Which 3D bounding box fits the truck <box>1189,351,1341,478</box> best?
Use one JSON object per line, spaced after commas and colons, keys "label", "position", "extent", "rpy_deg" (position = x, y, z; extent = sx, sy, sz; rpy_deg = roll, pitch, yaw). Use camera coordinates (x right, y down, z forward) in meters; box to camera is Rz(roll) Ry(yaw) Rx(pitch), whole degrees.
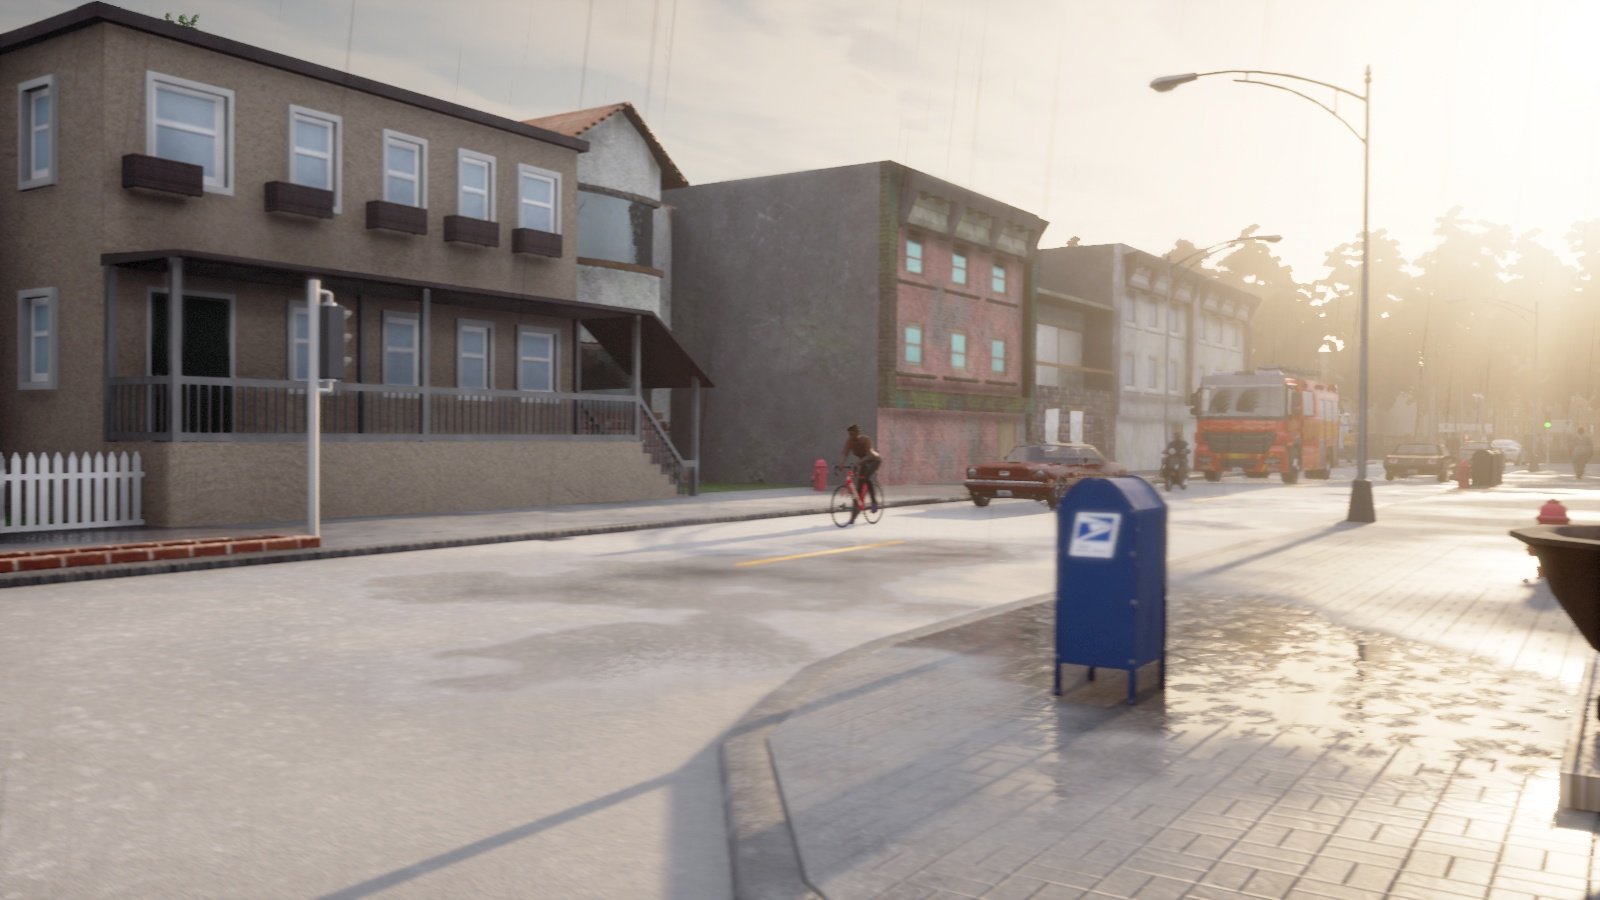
{"label": "truck", "position": [15.808, -1.161, 42.209], "extent": [2.891, 3.827, 8.468], "rpy_deg": [0, 1, 34]}

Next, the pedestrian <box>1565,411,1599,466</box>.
{"label": "pedestrian", "position": [26.528, -0.388, 42.609], "extent": [0.874, 1.855, 0.900], "rpy_deg": [0, 1, 23]}

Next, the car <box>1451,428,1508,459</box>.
{"label": "car", "position": [32.643, -0.333, 60.279], "extent": [1.994, 1.385, 4.181], "rpy_deg": [0, 1, 34]}

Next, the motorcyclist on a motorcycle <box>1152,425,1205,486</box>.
{"label": "motorcyclist on a motorcycle", "position": [10.175, 0.127, 33.748], "extent": [0.866, 1.590, 1.817], "rpy_deg": [0, 1, 34]}

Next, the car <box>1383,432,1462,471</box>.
{"label": "car", "position": [21.993, 0.021, 44.282], "extent": [1.895, 1.301, 4.718], "rpy_deg": [0, 1, 34]}

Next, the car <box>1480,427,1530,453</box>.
{"label": "car", "position": [39.793, -0.582, 70.804], "extent": [1.812, 1.442, 4.674], "rpy_deg": [0, 1, 37]}

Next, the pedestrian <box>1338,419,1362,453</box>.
{"label": "pedestrian", "position": [30.453, -0.795, 69.529], "extent": [0.900, 1.855, 0.874], "rpy_deg": [-1, 1, -22]}

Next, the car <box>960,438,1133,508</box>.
{"label": "car", "position": [5.278, 0.420, 26.391], "extent": [1.895, 1.301, 4.718], "rpy_deg": [0, 1, 34]}

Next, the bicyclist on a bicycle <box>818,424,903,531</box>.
{"label": "bicyclist on a bicycle", "position": [0.980, 0.400, 19.960], "extent": [0.582, 1.620, 1.656], "rpy_deg": [0, 1, 33]}
